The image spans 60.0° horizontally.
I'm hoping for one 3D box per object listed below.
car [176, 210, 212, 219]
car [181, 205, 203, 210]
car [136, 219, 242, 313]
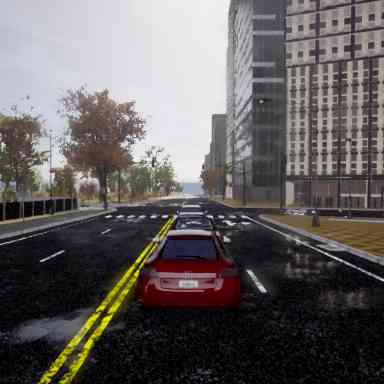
[{"bbox_3d":[0.075,1.597,13.015,1.895,1.301,4.718,0,0,0],"label":"car"},{"bbox_3d":[-0.006,1.544,21.255,2.033,1.411,5.357,0,0,0],"label":"car"},{"bbox_3d":[-0.022,1.561,7.767,1.994,1.385,4.181,0,0,1],"label":"car"}]
